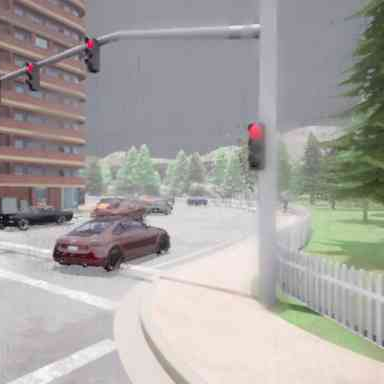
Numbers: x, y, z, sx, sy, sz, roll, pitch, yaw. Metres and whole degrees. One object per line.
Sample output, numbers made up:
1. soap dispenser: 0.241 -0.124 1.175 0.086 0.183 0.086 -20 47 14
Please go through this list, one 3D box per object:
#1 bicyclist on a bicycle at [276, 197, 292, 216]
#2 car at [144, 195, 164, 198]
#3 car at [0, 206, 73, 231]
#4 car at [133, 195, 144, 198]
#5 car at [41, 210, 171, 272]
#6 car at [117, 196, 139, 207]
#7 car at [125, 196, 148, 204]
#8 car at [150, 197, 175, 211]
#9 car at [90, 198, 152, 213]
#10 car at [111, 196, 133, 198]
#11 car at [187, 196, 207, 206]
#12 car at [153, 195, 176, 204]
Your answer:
1. bicyclist on a bicycle: 7.790 1.247 28.672 1.656 1.620 0.582 0 0 7
2. car: -6.463 1.261 50.731 2.097 1.767 4.553 0 0 -25
3. car: -9.657 1.518 20.434 1.895 1.301 4.718 0 0 23
4. car: -6.820 1.419 39.000 1.837 1.490 4.892 0 0 -8
5. car: -2.381 1.497 10.811 1.994 1.385 4.181 0 0 25
6. car: -9.478 1.396 49.007 2.128 1.511 4.902 0 0 -24
7. car: -10.657 1.496 63.739 4.718 1.301 1.895 0 0 44
8. car: -3.179 1.488 32.163 1.994 1.385 4.181 0 0 4
9. car: -4.820 1.403 23.322 1.882 1.535 5.008 0 0 15
10. car: -7.087 1.270 28.964 2.097 1.767 4.553 0 0 8
11. car: 0.706 1.400 52.014 1.882 1.535 5.008 0 0 -22
12. car: -5.273 1.384 62.688 1.882 1.535 5.008 0 0 -39
